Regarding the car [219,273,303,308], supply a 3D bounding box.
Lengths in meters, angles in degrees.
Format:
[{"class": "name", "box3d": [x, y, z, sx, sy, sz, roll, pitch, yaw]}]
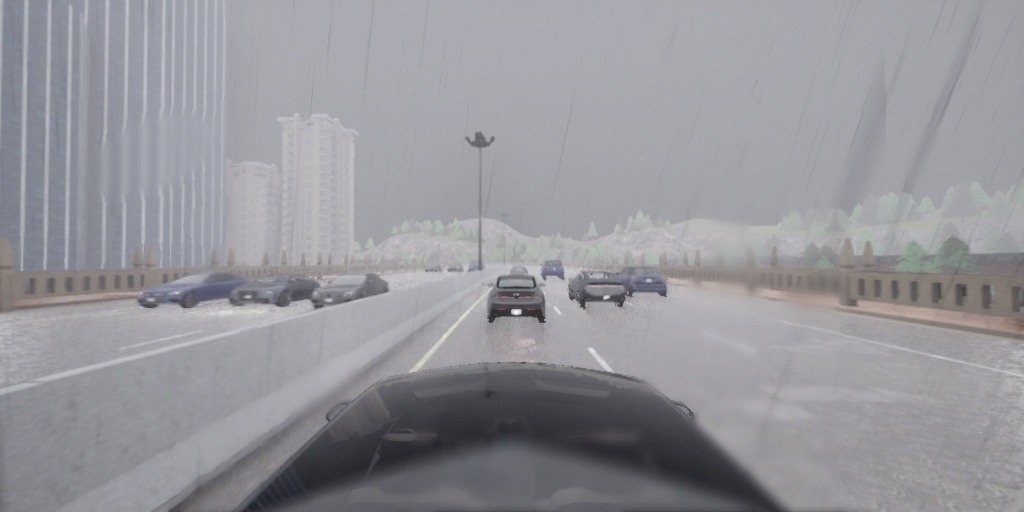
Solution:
[{"class": "car", "box3d": [-10.488, 1.507, 16.323, 1.994, 1.385, 4.181, 0, -1, 1]}]

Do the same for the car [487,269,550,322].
[{"class": "car", "box3d": [0.161, 1.406, 12.979, 1.837, 1.490, 4.892, 0, 0, 1]}]

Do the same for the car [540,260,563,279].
[{"class": "car", "box3d": [4.304, 1.459, 38.565, 2.150, 2.045, 5.566, 0, -1, 2]}]

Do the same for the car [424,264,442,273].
[{"class": "car", "box3d": [-12.767, 2.050, 58.660, 2.033, 1.411, 5.357, 0, -1, 2]}]

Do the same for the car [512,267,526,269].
[{"class": "car", "box3d": [0.682, 1.730, 34.416, 2.033, 1.411, 5.357, 0, -1, 2]}]

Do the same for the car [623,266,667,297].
[{"class": "car", "box3d": [7.325, 1.359, 21.162, 2.097, 1.767, 4.553, 0, -1, 1]}]

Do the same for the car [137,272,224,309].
[{"class": "car", "box3d": [-13.990, 1.468, 16.273, 1.812, 1.442, 4.674, 0, -1, 1]}]

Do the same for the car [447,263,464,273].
[{"class": "car", "box3d": [-9.269, 1.858, 58.852, 2.097, 1.767, 4.553, 0, -1, 2]}]

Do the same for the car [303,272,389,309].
[{"class": "car", "box3d": [-6.993, 1.466, 16.085, 1.812, 1.442, 4.674, 0, -1, 1]}]

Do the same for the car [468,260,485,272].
[{"class": "car", "box3d": [-5.763, 1.727, 58.985, 2.150, 2.045, 5.566, 0, -1, 2]}]

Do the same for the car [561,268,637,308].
[{"class": "car", "box3d": [3.714, 1.435, 16.345, 2.128, 1.511, 4.902, 0, -1, 1]}]
